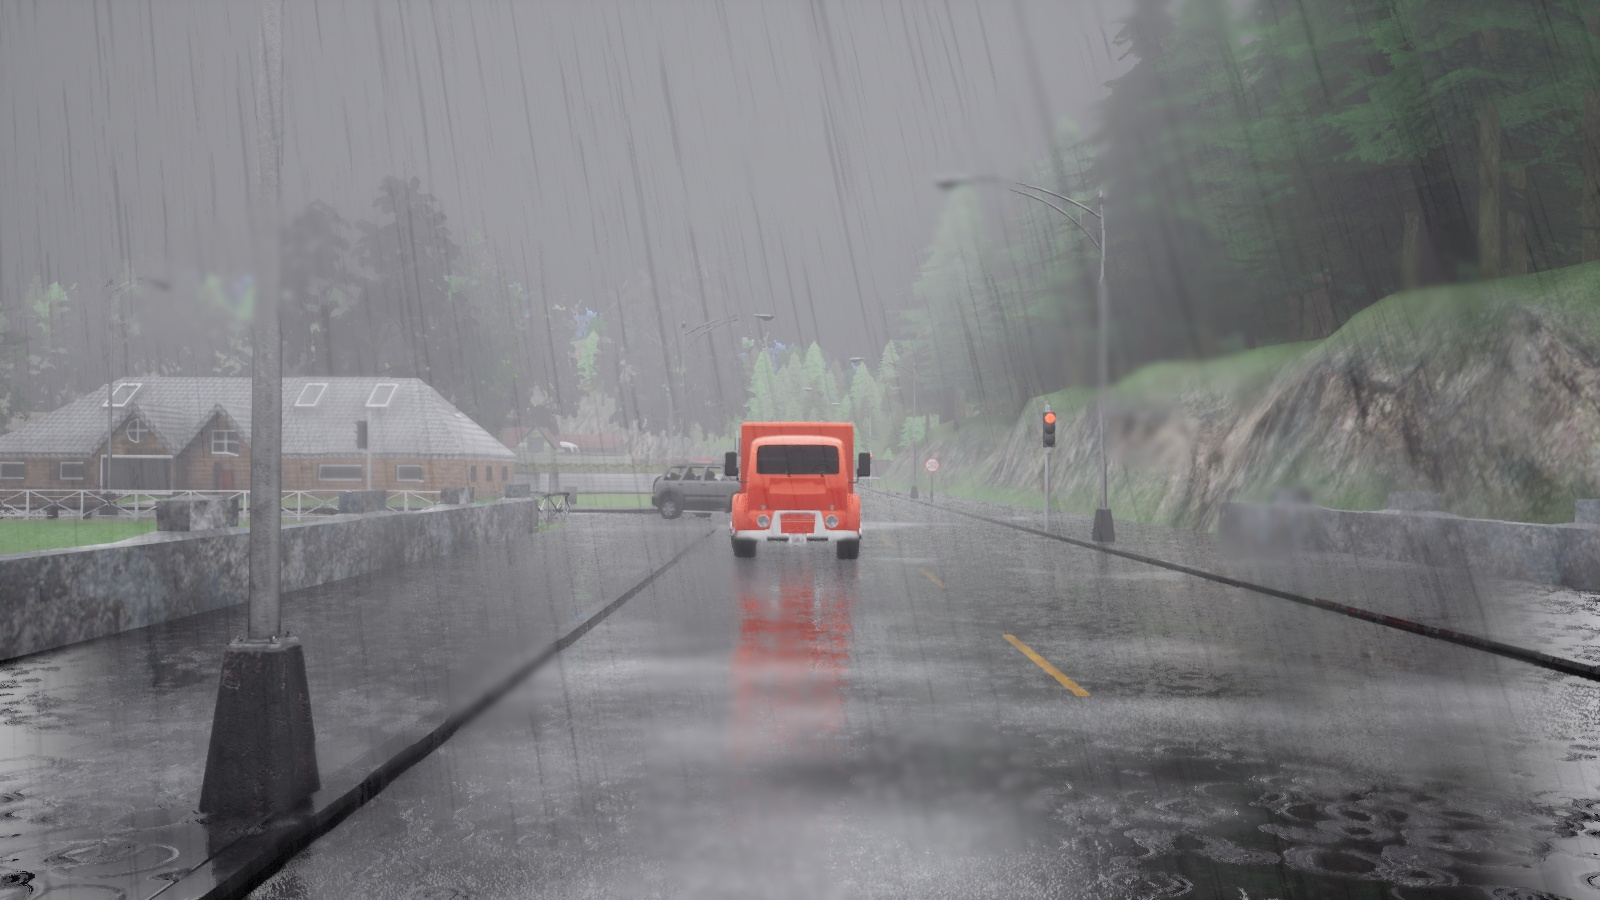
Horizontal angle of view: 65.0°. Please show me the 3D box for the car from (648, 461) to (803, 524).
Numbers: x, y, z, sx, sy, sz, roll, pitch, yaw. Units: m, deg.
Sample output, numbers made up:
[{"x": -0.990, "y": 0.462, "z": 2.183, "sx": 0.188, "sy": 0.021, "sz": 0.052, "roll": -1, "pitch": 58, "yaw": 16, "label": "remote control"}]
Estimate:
[{"x": -2.354, "y": 1.296, "z": 39.122, "sx": 4.605, "sy": 1.855, "sz": 1.932, "roll": -1, "pitch": -2, "yaw": 34, "label": "car"}]

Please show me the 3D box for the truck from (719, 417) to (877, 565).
[{"x": -0.058, "y": 0.725, "z": 23.640, "sx": 2.627, "sy": 2.467, "sz": 5.204, "roll": 0, "pitch": -1, "yaw": -1, "label": "truck"}]
